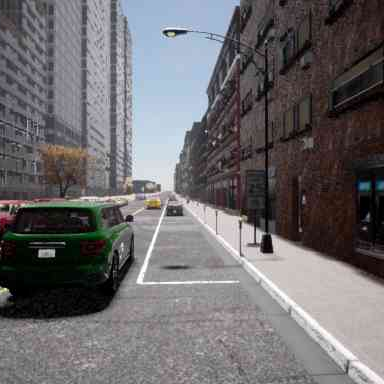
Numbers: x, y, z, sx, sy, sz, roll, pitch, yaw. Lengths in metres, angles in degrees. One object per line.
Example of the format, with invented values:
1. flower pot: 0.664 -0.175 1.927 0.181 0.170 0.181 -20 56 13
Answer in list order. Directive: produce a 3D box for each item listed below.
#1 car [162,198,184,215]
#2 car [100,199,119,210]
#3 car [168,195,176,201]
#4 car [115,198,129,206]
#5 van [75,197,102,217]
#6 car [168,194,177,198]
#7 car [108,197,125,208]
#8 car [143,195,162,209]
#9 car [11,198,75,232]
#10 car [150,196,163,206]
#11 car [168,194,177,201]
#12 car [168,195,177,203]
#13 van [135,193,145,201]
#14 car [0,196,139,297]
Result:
1. car: -1.748 1.582 33.301 2.008 1.369 4.403 0 0 -4
2. car: -10.843 1.621 44.007 1.802 1.307 4.206 0 0 -4
3. car: -5.414 1.564 89.651 1.887 1.381 4.507 1 0 -4
4. car: -11.576 1.621 55.276 1.802 1.307 4.206 1 0 -4
5. van: -10.107 1.375 32.738 1.690 1.788 3.998 0 0 -4
6. car: -3.947 1.473 67.113 1.967 1.590 4.097 1 0 -4
7. car: -11.198 1.564 49.472 1.752 1.417 4.829 1 0 -4
8. car: -5.141 1.514 45.181 1.882 1.535 5.008 0 0 -3
9. car: -9.374 1.341 21.469 2.192 1.841 5.009 0 0 -4
10. car: -5.836 1.514 55.369 1.882 1.535 5.008 0 0 -3
11. car: -5.045 1.340 84.014 2.192 1.841 5.009 1 0 -4
12. car: -4.313 1.471 72.746 1.967 1.590 4.097 1 0 -4
13. van: -13.407 1.369 83.448 1.690 1.788 3.998 1 0 -4
14. car: -2.857 1.231 8.822 2.150 2.045 5.566 0 0 -4
